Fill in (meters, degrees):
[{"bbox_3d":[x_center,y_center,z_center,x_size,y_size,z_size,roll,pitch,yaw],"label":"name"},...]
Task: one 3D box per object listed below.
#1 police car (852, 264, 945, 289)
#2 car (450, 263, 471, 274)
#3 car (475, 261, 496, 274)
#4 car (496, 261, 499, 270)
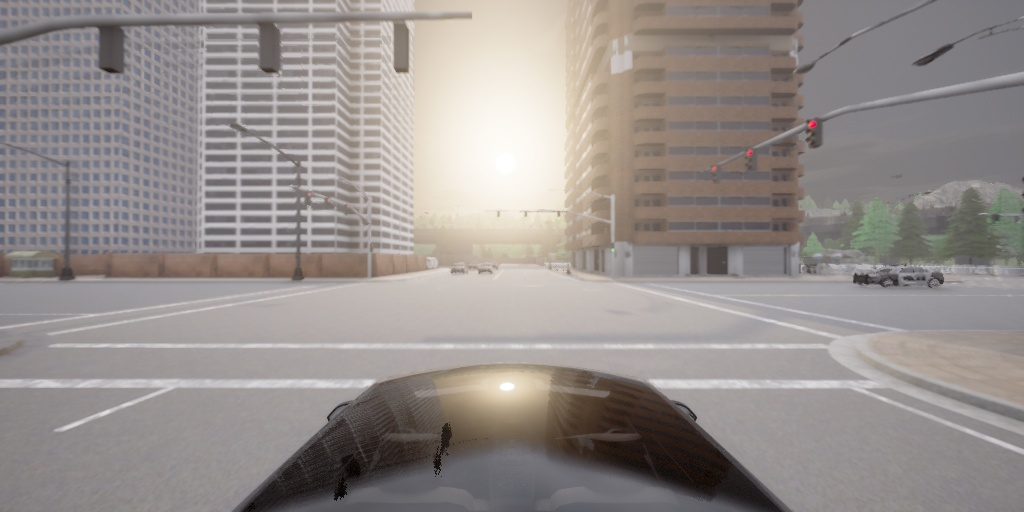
[{"bbox_3d":[26.688,1.375,24.910,5.238,1.638,1.930,0,-1,0],"label":"police car"},{"bbox_3d":[-7.019,1.672,47.951,1.837,1.490,4.892,0,-1,0],"label":"car"},{"bbox_3d":[-3.518,1.673,48.256,1.837,1.490,4.892,0,0,1],"label":"car"},{"bbox_3d":[-3.453,1.726,65.263,2.097,1.767,4.553,0,-1,0],"label":"car"}]
